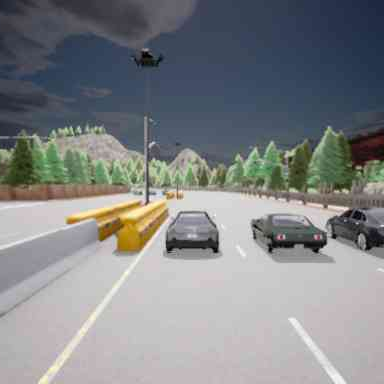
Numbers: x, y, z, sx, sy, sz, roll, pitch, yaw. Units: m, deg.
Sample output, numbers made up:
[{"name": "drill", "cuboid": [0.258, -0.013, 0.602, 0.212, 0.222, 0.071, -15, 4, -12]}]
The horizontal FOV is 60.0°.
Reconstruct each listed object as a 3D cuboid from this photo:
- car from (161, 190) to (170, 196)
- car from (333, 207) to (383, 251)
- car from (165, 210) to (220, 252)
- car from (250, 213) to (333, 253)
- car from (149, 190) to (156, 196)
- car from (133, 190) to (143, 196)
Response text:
[{"name": "car", "cuboid": [-6.586, 0.169, 83.605, 1.837, 1.490, 4.892, 0, 1, 0]}, {"name": "car", "cuboid": [7.036, 1.364, 13.332, 1.837, 1.490, 4.892, 0, 2, 1]}, {"name": "car", "cuboid": [0.034, 1.422, 13.281, 1.994, 1.385, 4.181, 0, 1, 1]}, {"name": "car", "cuboid": [3.532, 1.462, 13.097, 1.895, 1.301, 4.718, 0, 1, 1]}, {"name": "car", "cuboid": [-10.086, 0.209, 83.625, 2.033, 1.411, 5.357, 0, 1, 0]}, {"name": "car", "cuboid": [-13.586, 0.193, 83.647, 2.128, 1.511, 4.902, 0, 1, 0]}]
